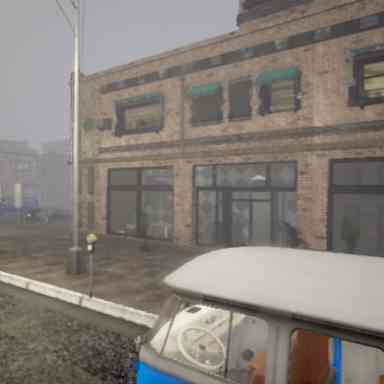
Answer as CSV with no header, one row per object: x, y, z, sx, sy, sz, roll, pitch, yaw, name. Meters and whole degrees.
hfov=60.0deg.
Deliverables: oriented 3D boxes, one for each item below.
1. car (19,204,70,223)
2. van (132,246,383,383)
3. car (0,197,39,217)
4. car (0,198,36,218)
-11.735,1.887,28.109,1.947,1.339,4.313,0,0,36,car
1.413,1.341,1.849,3.998,1.788,1.690,0,1,36,van
-16.956,1.464,30.767,2.150,2.045,5.566,1,0,36,car
-18.492,1.536,33.062,2.192,1.841,5.009,0,0,36,car
